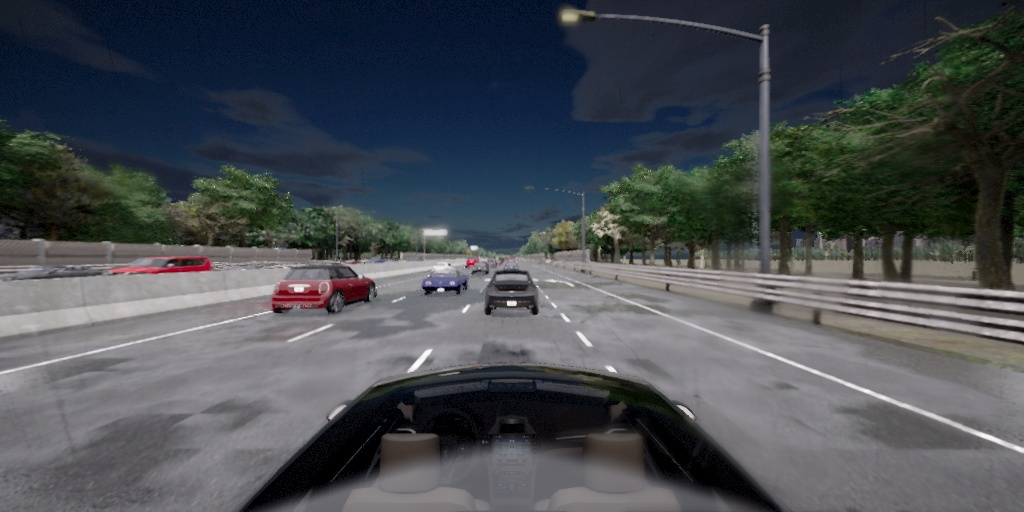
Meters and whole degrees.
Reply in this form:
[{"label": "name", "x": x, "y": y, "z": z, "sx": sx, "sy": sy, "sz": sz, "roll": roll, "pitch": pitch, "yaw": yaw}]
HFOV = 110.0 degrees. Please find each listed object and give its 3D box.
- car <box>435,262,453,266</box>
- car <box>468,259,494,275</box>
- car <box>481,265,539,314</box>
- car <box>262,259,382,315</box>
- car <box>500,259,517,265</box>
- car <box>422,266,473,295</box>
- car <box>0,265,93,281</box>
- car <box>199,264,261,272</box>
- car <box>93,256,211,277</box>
[{"label": "car", "x": -7.069, "y": 1.371, "z": 36.914, "sx": 1.812, "sy": 1.442, "sz": 4.674, "roll": 0, "pitch": 0, "yaw": 0}, {"label": "car", "x": -3.584, "y": 1.408, "z": 41.992, "sx": 2.033, "sy": 1.411, "sz": 5.357, "roll": 0, "pitch": 0, "yaw": 0}, {"label": "car", "x": -0.015, "y": 1.283, "z": 13.952, "sx": 1.837, "sy": 1.490, "sz": 4.892, "roll": 0, "pitch": 0, "yaw": 0}, {"label": "car", "x": -7.015, "y": 1.129, "z": 13.931, "sx": 2.097, "sy": 1.767, "sz": 4.553, "roll": 0, "pitch": 0, "yaw": 0}, {"label": "car", "x": -0.087, "y": 1.414, "z": 43.675, "sx": 2.033, "sy": 1.411, "sz": 5.357, "roll": 0, "pitch": 0, "yaw": 0}, {"label": "car", "x": -3.526, "y": 1.394, "z": 19.927, "sx": 1.895, "sy": 1.301, "sz": 4.718, "roll": 0, "pitch": 0, "yaw": 0}, {"label": "car", "x": -28.125, "y": 1.292, "z": 21.931, "sx": 2.128, "sy": 1.511, "sz": 4.902, "roll": 0, "pitch": 0, "yaw": 0}, {"label": "car", "x": -17.626, "y": 1.369, "z": 23.599, "sx": 1.994, "sy": 1.385, "sz": 4.181, "roll": 0, "pitch": 0, "yaw": 0}, {"label": "car", "x": -21.128, "y": 1.021, "z": 21.878, "sx": 2.150, "sy": 2.045, "sz": 5.566, "roll": 0, "pitch": 0, "yaw": 0}]
